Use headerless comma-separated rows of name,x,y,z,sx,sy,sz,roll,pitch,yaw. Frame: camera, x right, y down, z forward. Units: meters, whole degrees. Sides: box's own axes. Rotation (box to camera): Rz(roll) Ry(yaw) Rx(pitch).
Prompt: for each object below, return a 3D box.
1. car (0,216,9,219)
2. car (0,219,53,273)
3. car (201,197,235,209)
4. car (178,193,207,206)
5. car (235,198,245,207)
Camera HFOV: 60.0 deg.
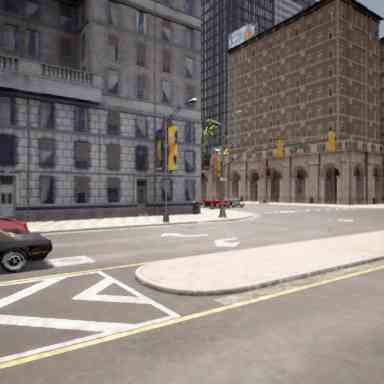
car,-8.480,1.526,12.087,4.674,1.442,1.812,0,0,-35
car,-6.535,1.601,9.182,4.718,1.301,1.895,0,0,-35
car,3.234,1.466,46.396,1.882,1.535,5.008,0,0,-35
car,0.024,1.209,57.126,2.150,2.045,5.566,0,0,-34
car,5.663,1.479,49.027,2.128,1.511,4.902,0,0,-35
